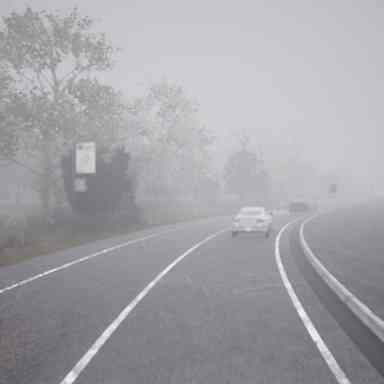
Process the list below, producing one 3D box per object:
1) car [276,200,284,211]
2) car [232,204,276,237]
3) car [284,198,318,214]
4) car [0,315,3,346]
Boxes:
[{"bbox_3d":[11.830,1.510,40.610,1.895,1.301,4.718,-3,0,37],"label":"car"},{"bbox_3d":[3.289,1.504,17.739,1.812,1.442,4.674,-1,0,17],"label":"car"},{"bbox_3d":[11.376,1.342,33.904,1.882,1.535,5.008,-3,-1,33],"label":"car"},{"bbox_3d":[-3.077,1.491,1.668,1.837,1.490,4.892,0,0,3],"label":"car"}]
